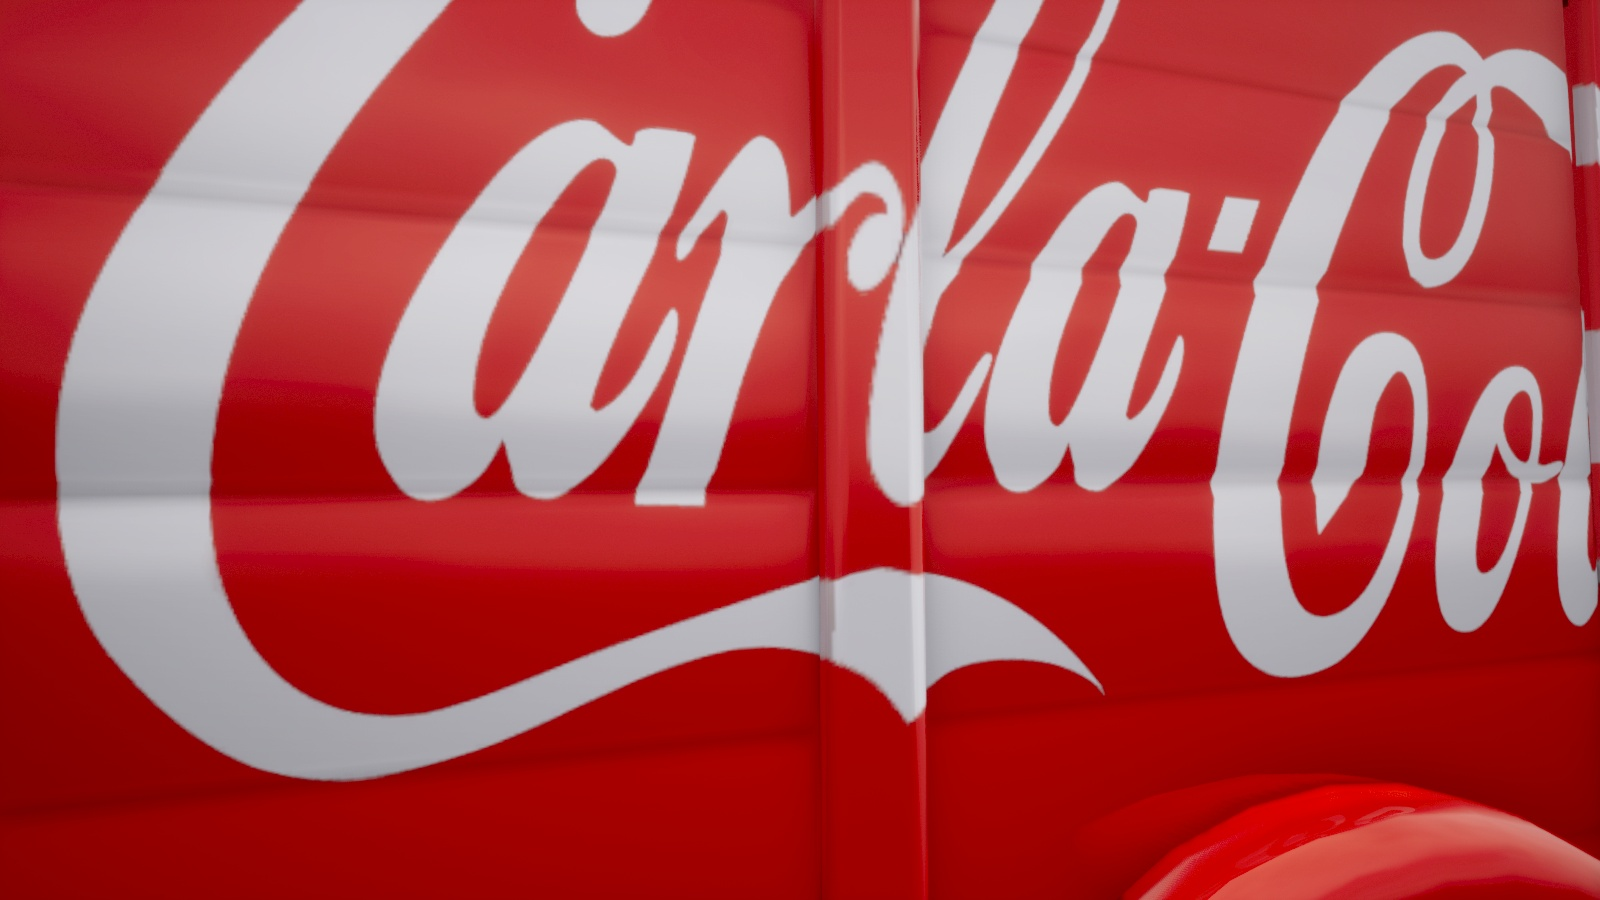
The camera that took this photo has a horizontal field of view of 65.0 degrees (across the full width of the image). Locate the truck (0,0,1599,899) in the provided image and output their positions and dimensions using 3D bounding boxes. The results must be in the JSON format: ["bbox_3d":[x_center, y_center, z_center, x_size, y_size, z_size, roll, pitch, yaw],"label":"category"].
[{"bbox_3d":[-0.962,0.254,1.884,5.204,2.467,2.627,0,0,-26],"label":"truck"}]

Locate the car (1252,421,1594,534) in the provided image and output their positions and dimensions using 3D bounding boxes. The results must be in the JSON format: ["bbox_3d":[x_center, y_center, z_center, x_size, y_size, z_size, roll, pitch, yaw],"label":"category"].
[{"bbox_3d":[11.955,0.511,24.360,5.566,2.045,2.150,0,0,-2],"label":"car"}]
